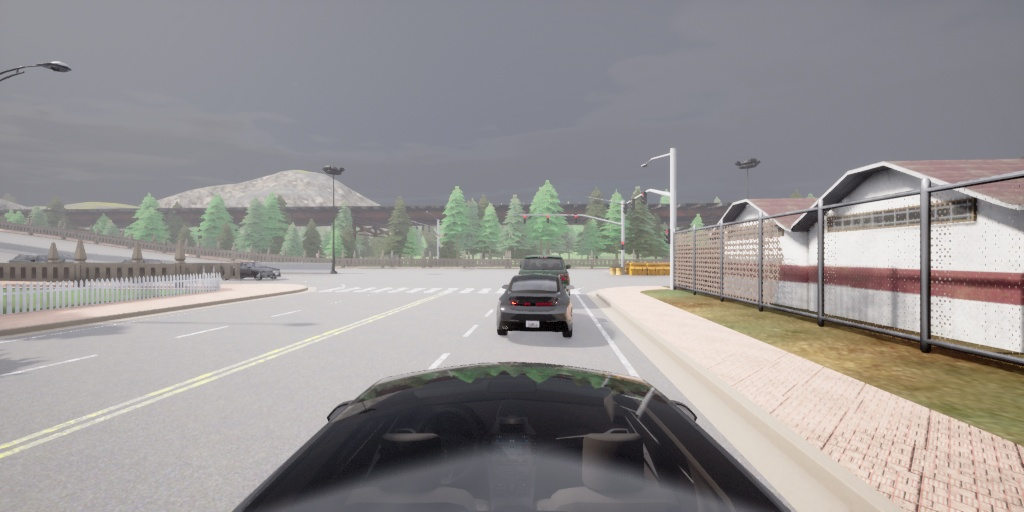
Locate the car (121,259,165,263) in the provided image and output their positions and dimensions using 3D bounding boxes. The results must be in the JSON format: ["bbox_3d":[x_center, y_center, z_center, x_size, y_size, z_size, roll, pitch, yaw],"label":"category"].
[{"bbox_3d":[-31.000,1.051,30.592,4.553,1.767,2.097,1,0,4],"label":"car"}]

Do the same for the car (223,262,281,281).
[{"bbox_3d":[-21.915,1.239,29.927,4.902,1.511,2.128,0,0,5],"label":"car"}]

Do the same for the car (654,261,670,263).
[{"bbox_3d":[16.816,1.351,41.437,4.718,1.301,1.895,0,0,4],"label":"car"}]

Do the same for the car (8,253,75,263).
[{"bbox_3d":[-40.861,0.659,31.314,4.553,1.767,2.097,4,0,4],"label":"car"}]

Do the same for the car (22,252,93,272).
[{"bbox_3d":[-44.470,0.545,35.106,4.892,1.490,1.837,5,0,5],"label":"car"}]

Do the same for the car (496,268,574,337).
[{"bbox_3d":[0.717,1.255,10.313,1.837,1.490,4.892,0,0,6],"label":"car"}]

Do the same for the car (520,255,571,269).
[{"bbox_3d":[1.484,0.971,16.323,2.150,2.045,5.566,0,0,7],"label":"car"}]
